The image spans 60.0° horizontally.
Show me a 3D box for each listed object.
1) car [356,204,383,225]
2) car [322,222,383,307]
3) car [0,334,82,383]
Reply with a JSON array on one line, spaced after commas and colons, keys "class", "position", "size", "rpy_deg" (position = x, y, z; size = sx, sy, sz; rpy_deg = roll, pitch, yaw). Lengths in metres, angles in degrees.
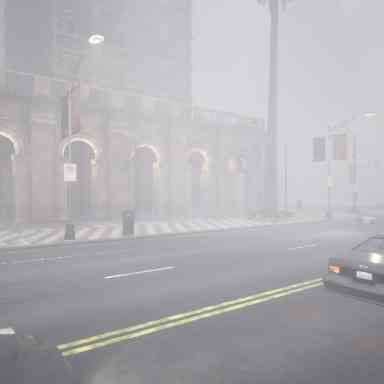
[{"class": "car", "position": [12.535, 1.504, 21.504], "size": [4.902, 1.511, 2.128], "rpy_deg": [0, 0, -36]}, {"class": "car", "position": [5.139, 1.547, 7.440], "size": [5.357, 1.411, 2.033], "rpy_deg": [0, 0, -35]}, {"class": "car", "position": [-3.196, 1.547, 1.461], "size": [5.357, 1.411, 2.033], "rpy_deg": [0, 0, -36]}]
